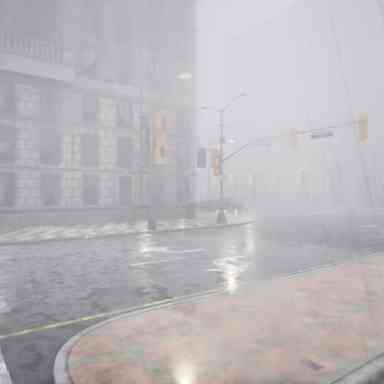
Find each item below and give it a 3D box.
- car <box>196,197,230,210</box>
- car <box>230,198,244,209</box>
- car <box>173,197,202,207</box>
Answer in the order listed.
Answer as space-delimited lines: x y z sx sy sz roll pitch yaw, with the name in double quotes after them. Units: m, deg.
2.325 1.564 42.249 1.994 1.385 4.181 0 0 -36 "car"
4.886 1.505 44.682 1.837 1.490 4.892 0 0 -36 "car"
-0.800 1.547 52.627 2.033 1.411 5.357 0 0 -35 "car"
